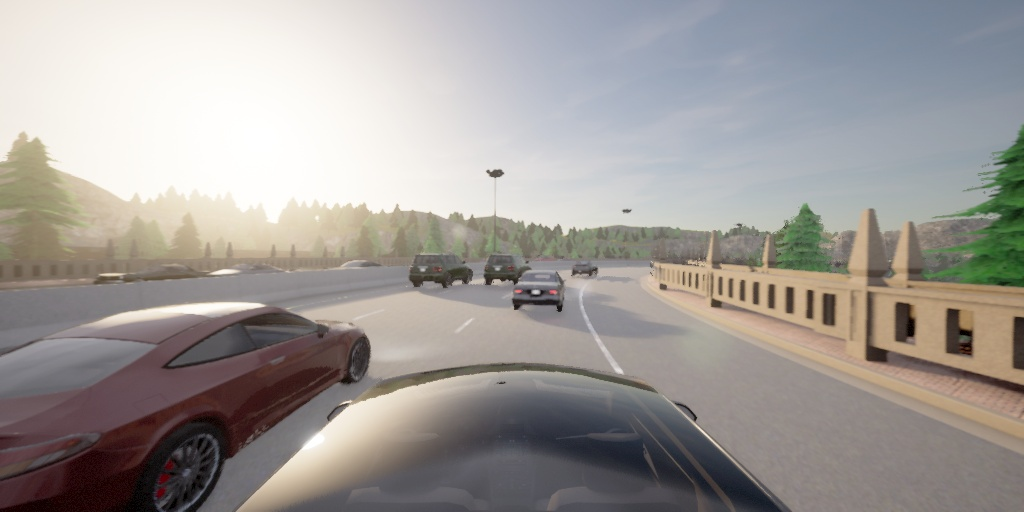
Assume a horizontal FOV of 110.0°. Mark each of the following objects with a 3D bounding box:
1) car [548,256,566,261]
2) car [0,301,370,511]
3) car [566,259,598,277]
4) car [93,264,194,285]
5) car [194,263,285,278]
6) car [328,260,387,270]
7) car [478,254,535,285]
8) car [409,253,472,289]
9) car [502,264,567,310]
[{"bbox_3d":[9.114,1.274,64.675,1.837,1.490,4.892,0,0,40],"label":"car"},{"bbox_3d":[-3.278,1.235,3.998,1.812,1.442,4.674,0,0,1],"label":"car"},{"bbox_3d":[7.050,1.171,34.466,2.128,1.511,4.902,0,0,23],"label":"car"},{"bbox_3d":[-19.346,1.124,19.685,1.895,1.301,4.718,0,0,10],"label":"car"},{"bbox_3d":[-15.490,1.115,21.062,1.994,1.385,4.181,0,0,12],"label":"car"},{"bbox_3d":[-10.923,1.054,25.475,1.882,1.535,5.008,0,0,15],"label":"car"},{"bbox_3d":[-0.198,0.877,24.425,2.150,2.045,5.566,0,0,15],"label":"car"},{"bbox_3d":[-4.317,0.853,22.405,2.150,2.045,5.566,0,0,13],"label":"car"},{"bbox_3d":[1.177,1.247,14.422,2.033,1.411,5.357,0,0,9],"label":"car"}]
